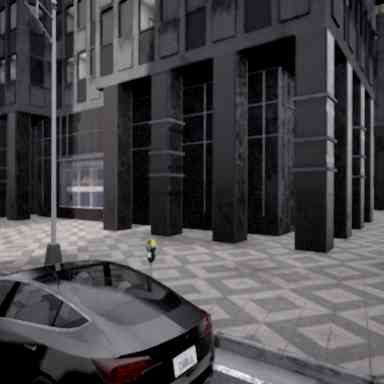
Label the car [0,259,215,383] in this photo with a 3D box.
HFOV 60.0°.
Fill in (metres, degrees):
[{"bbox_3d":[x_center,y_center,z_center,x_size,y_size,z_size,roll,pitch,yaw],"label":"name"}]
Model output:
[{"bbox_3d":[-1.751,1.557,4.212,4.313,1.339,1.947,0,0,36],"label":"car"}]
